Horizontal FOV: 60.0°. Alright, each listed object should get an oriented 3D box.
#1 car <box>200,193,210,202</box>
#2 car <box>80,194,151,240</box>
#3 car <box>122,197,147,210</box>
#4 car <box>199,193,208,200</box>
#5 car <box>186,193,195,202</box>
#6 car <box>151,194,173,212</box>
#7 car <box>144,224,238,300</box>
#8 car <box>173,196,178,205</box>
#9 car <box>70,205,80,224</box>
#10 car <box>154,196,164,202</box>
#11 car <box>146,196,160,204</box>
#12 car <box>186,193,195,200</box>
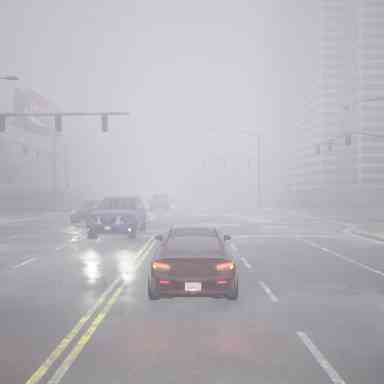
[{"bbox_3d":[3.149,1.515,78.046,2.128,1.511,4.902,0,0,0],"label":"car"},{"bbox_3d":[-3.672,1.222,17.203,2.150,2.045,5.566,0,0,0],"label":"car"},{"bbox_3d":[-7.526,1.491,43.952,2.128,1.511,4.902,0,0,4],"label":"car"},{"bbox_3d":[3.102,1.184,88.334,2.097,1.767,4.553,0,0,0],"label":"car"},{"bbox_3d":[-0.353,1.584,78.413,1.895,1.301,4.718,0,0,0],"label":"car"},{"bbox_3d":[-3.777,1.222,39.882,2.150,2.045,5.566,0,0,0],"label":"car"},{"bbox_3d":[0.028,1.526,8.237,1.812,1.442,4.674,0,0,0],"label":"car"},{"bbox_3d":[-3.840,1.563,56.975,1.994,1.385,4.181,0,0,0],"label":"car"},{"bbox_3d":[-7.203,1.352,24.285,2.097,1.767,4.553,0,0,0],"label":"car"},{"bbox_3d":[-7.337,1.595,74.896,1.895,1.301,4.718,0,0,0],"label":"car"},{"bbox_3d":[-7.337,1.492,63.567,2.128,1.511,4.902,0,0,0],"label":"car"},{"bbox_3d":[-0.398,1.184,88.318,2.097,1.767,4.553,0,0,0],"label":"car"}]
